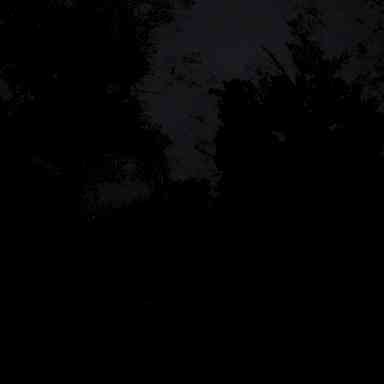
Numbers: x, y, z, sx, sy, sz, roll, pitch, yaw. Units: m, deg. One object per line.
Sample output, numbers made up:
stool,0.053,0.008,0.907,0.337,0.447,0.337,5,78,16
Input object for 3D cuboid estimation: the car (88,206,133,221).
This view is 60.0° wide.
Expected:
car,-9.466,2.697,40.139,4.892,1.490,1.837,1,-1,-33

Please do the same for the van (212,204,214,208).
van,4.379,1.741,38.421,4.442,1.987,1.878,0,-2,-35

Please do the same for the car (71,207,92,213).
car,-28.553,4.655,86.078,4.674,1.452,2.002,0,-3,-34

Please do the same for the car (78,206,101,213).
car,-24.933,4.306,80.784,4.892,1.521,2.231,0,-3,-34

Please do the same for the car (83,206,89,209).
car,-23.088,4.188,78.080,4.674,1.452,2.002,0,-3,-34

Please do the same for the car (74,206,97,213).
car,-26.786,4.463,83.478,5.008,1.535,2.097,0,-3,-34
